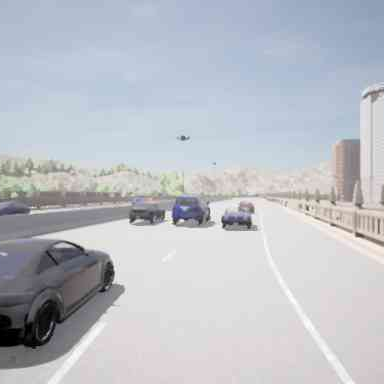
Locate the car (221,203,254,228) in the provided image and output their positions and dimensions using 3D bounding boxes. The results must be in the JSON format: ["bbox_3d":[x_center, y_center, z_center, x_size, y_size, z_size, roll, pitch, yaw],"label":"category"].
[{"bbox_3d":[3.130,1.696,22.755,1.895,1.301,4.718,0,0,11],"label":"car"}]

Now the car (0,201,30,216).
[{"bbox_3d":[-16.937,1.567,30.602,1.812,1.442,4.674,0,0,11],"label":"car"}]

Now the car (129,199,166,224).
[{"bbox_3d":[-3.377,1.585,25.926,1.837,1.490,4.892,0,0,11],"label":"car"}]

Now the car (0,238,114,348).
[{"bbox_3d":[-2.962,1.566,6.348,1.994,1.385,4.181,0,0,4],"label":"car"}]

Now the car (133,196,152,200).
[{"bbox_3d":[-6.328,1.674,48.194,1.882,1.535,5.008,0,-1,11],"label":"car"}]

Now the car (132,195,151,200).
[{"bbox_3d":[-8.344,1.451,56.069,2.150,2.045,5.566,0,-1,11],"label":"car"}]

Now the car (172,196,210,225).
[{"bbox_3d":[0.022,1.314,25.133,2.150,2.045,5.566,0,0,11],"label":"car"}]

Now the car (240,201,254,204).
[{"bbox_3d":[6.413,1.767,39.724,1.994,1.385,4.181,0,0,11],"label":"car"}]
